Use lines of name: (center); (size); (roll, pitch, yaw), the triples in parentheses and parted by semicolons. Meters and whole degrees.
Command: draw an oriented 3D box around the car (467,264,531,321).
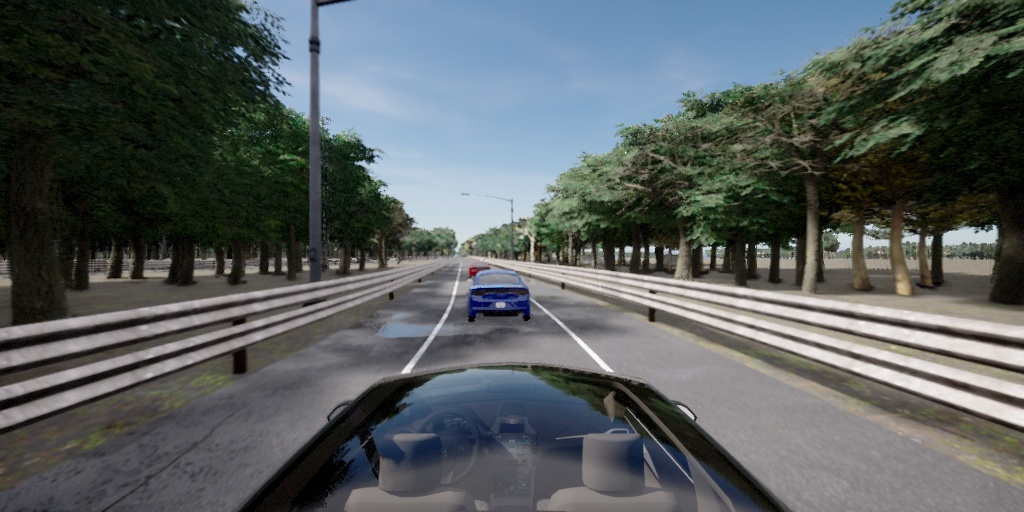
car: (-0.533, 1.211, 12.482); (1.882, 1.535, 5.008); (0, 0, -5)

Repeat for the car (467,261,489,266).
car: (-2.763, 1.180, 30.773); (1.882, 1.535, 5.008); (0, 0, -8)
